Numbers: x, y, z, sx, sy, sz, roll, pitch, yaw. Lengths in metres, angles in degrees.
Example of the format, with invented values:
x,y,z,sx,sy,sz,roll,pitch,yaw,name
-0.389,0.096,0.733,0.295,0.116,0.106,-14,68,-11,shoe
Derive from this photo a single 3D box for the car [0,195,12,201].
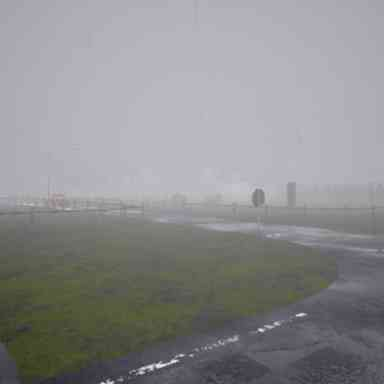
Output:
x,y,z,sx,sy,sz,roll,pitch,yaw,name
-45.225,1.423,80.563,5.008,1.535,1.882,0,-1,45,car

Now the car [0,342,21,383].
x,y,z,sx,sy,sz,roll,pitch,yaw,name
-3.029,1.487,0.782,4.902,1.511,2.128,0,0,-36,car

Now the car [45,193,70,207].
x,y,z,sx,sy,sz,roll,pitch,yaw,name
-19.861,1.164,48.977,2.150,2.045,5.566,1,-1,-40,car
